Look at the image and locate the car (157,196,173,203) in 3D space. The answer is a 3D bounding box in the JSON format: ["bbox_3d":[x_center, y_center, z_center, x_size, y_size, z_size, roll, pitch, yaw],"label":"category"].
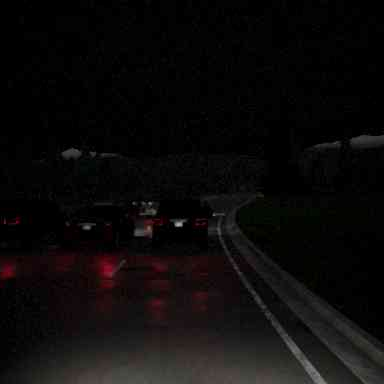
[{"bbox_3d":[-5.768,1.529,71.759,2.033,1.411,5.357,0,0,13],"label":"car"}]

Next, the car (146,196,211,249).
[{"bbox_3d":[-0.401,1.255,14.621,2.150,2.045,5.566,0,0,2],"label":"car"}]

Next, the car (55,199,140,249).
[{"bbox_3d":[-3.901,1.363,14.655,2.097,1.767,4.553,0,0,2],"label":"car"}]

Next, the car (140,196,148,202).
[{"bbox_3d":[-9.181,1.513,72.534,1.812,1.442,4.674,0,0,13],"label":"car"}]

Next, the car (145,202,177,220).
[{"bbox_3d":[-2.675,1.614,29.811,1.895,1.301,4.718,0,0,6],"label":"car"}]

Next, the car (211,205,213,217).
[{"bbox_3d":[0.799,1.570,29.386,1.994,1.385,4.181,0,0,6],"label":"car"}]

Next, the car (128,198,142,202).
[{"bbox_3d":[-6.156,1.530,30.177,1.812,1.442,4.674,0,0,6],"label":"car"}]

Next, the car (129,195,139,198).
[{"bbox_3d":[-12.594,1.514,73.310,2.128,1.511,4.902,0,0,13],"label":"car"}]

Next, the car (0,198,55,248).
[{"bbox_3d":[-7.398,1.255,14.809,2.150,2.045,5.566,0,0,2],"label":"car"}]
